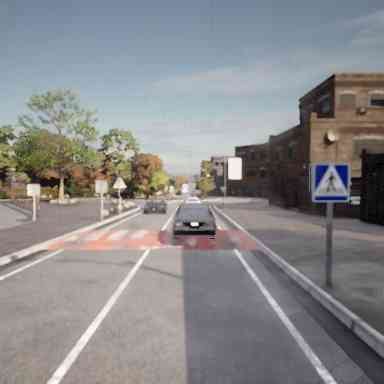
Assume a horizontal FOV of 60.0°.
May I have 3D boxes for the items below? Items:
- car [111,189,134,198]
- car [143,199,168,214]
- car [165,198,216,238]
[{"bbox_3d":[-14.680,0.329,70.755,2.150,2.045,5.566,2,1,31],"label":"car"},{"bbox_3d":[-3.293,1.309,30.920,1.994,1.385,4.181,0,1,1],"label":"car"},{"bbox_3d":[0.095,1.236,15.374,2.033,1.411,5.357,0,1,0],"label":"car"}]
